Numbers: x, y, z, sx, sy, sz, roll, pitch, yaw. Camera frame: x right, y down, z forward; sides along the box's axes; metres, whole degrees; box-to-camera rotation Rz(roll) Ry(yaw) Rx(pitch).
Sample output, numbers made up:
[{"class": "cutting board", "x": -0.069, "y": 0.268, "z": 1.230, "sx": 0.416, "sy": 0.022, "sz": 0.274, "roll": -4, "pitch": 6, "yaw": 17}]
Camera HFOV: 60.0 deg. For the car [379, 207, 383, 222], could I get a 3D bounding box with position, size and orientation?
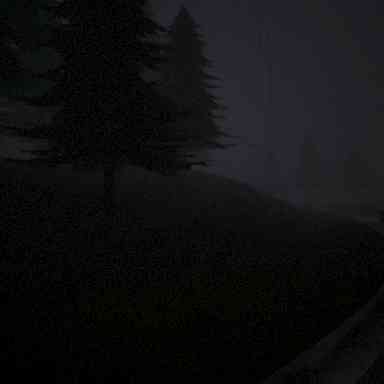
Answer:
[{"class": "car", "x": 14.768, "y": 1.498, "z": 23.517, "sx": 1.882, "sy": 1.535, "sz": 5.008, "roll": 0, "pitch": 0, "yaw": 16}]
